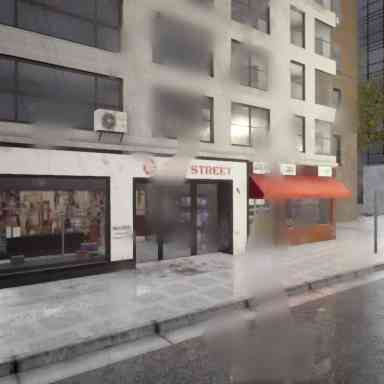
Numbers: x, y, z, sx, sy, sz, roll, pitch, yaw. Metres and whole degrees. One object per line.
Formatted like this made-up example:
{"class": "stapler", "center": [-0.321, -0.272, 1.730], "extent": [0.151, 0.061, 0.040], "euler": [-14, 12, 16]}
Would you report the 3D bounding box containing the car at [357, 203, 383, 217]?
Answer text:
{"class": "car", "center": [15.348, 1.665, 31.171], "extent": [1.895, 1.301, 4.718], "euler": [0, 0, -35]}
